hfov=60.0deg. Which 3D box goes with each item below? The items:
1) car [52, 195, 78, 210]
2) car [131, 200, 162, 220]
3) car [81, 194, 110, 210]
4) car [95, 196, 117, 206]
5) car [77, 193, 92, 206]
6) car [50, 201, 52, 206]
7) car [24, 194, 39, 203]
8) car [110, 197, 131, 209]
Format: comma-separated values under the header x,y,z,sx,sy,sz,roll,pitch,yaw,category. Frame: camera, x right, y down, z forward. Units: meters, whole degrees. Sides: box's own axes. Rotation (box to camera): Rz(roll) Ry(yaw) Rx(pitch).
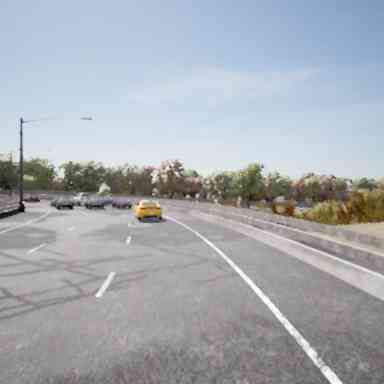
x,y,z,sx,sy,sz,roll,pitch,yaw,category
-16.266,1.424,42.579,2.128,1.511,4.902,0,0,-25,car
-3.678,1.438,27.423,1.882,1.535,5.008,0,0,-14,car
-12.455,1.416,42.642,2.128,1.511,4.902,0,0,-25,car
-13.881,1.448,53.595,2.033,1.411,5.357,0,0,-31,car
-16.982,1.133,51.967,2.150,2.045,5.566,0,0,-31,car
-20.194,1.485,50.531,1.994,1.385,4.181,0,0,-31,car
-33.789,1.257,69.864,2.097,1.767,4.553,0,0,-42,car
-9.321,1.462,44.188,2.033,1.411,5.357,0,0,-25,car
